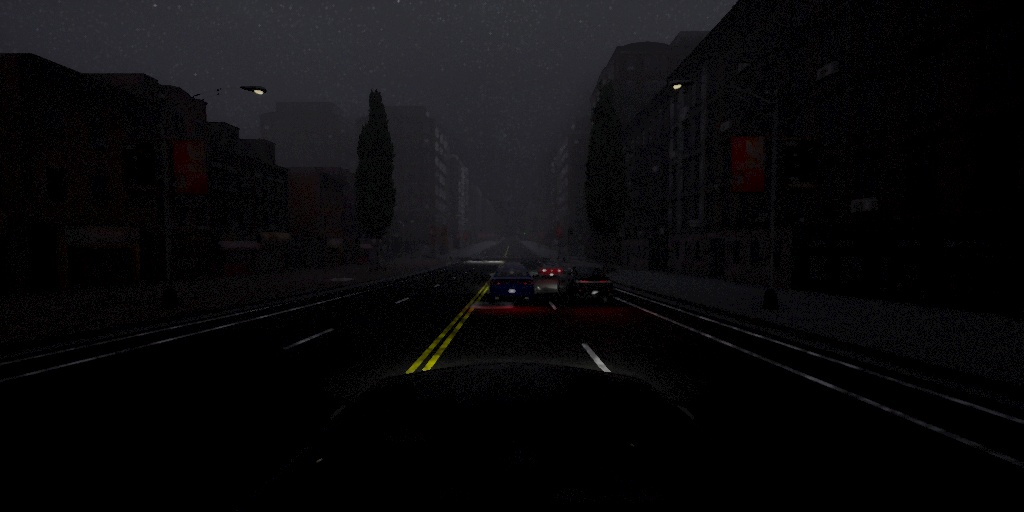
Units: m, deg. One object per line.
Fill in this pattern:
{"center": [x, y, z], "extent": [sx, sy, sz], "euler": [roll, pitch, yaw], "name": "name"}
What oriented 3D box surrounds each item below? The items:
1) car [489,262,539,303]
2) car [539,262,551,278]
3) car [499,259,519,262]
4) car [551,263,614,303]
{"center": [0.000, 1.213, 16.509], "extent": [1.882, 1.535, 5.008], "euler": [0, 0, 0], "name": "car"}
{"center": [3.251, 1.211, 31.539], "extent": [1.895, 1.301, 4.718], "euler": [0, 1, 0], "name": "car"}
{"center": [0.001, 1.128, 31.508], "extent": [1.812, 1.442, 4.674], "euler": [0, 1, 0], "name": "car"}
{"center": [3.250, 1.223, 16.507], "extent": [2.128, 1.511, 4.902], "euler": [0, 0, 0], "name": "car"}
